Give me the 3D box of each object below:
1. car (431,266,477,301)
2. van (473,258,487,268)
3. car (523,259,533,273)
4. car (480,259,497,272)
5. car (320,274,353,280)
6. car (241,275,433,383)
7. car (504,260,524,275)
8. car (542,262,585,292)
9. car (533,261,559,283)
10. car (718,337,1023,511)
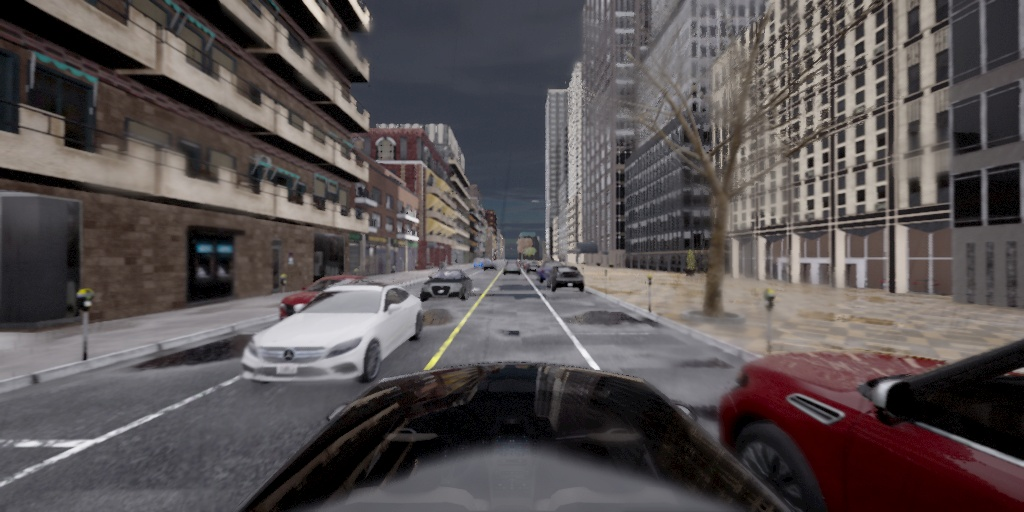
[{"bbox_3d":[-3.066,1.359,17.570,1.994,1.385,4.181,0,0,1],"label":"car"},{"bbox_3d":[-5.701,1.287,61.590,1.690,1.789,3.998,0,0,0],"label":"van"},{"bbox_3d":[2.684,1.447,45.022,1.948,1.339,4.313,0,0,0],"label":"car"},{"bbox_3d":[-3.084,1.505,50.875,1.895,1.301,4.718,0,0,0],"label":"car"},{"bbox_3d":[-5.689,1.325,11.884,1.888,1.381,4.507,0,0,0],"label":"car"},{"bbox_3d":[-3.093,1.292,7.262,1.812,1.442,4.674,0,0,0],"label":"car"},{"bbox_3d":[0.028,1.436,41.902,1.994,1.385,4.181,0,0,0],"label":"car"},{"bbox_3d":[3.143,1.310,21.795,1.837,1.490,4.892,0,0,0],"label":"car"},{"bbox_3d":[3.109,1.179,28.767,2.097,1.767,4.553,0,0,0],"label":"car"},{"bbox_3d":[2.694,1.062,0.840,2.192,1.841,5.009,0,0,0],"label":"car"}]
